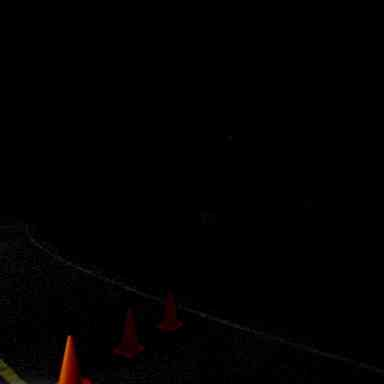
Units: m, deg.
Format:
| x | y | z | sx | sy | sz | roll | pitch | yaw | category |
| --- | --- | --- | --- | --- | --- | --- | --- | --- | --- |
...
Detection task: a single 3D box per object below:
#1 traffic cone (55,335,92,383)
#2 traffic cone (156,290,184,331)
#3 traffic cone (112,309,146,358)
| x | y | z | sx | sy | sz | roll | pitch | yaw | category |
| --- | --- | --- | --- | --- | --- | --- | --- | --- | --- |
| -1.399 | 1.948 | 3.834 | 0.340 | 0.580 | 0.340 | 1 | 1 | 31 | traffic cone |
| -0.359 | 1.934 | 5.534 | 0.340 | 0.580 | 0.340 | 1 | 1 | 31 | traffic cone |
| -0.879 | 1.941 | 4.684 | 0.340 | 0.580 | 0.340 | 1 | 1 | 32 | traffic cone |
